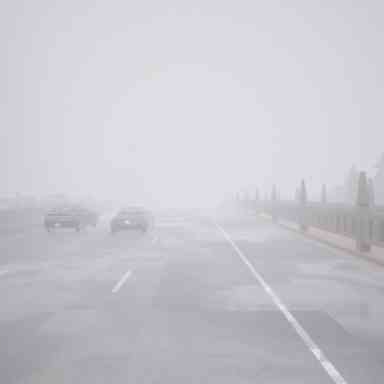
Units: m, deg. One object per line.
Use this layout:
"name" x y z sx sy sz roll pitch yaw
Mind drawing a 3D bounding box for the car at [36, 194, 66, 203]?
"car" -17.557 1.230 43.097 2.150 2.045 5.566 0 -1 0

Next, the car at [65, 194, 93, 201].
"car" -14.059 1.350 42.689 2.097 1.767 4.553 0 -1 0

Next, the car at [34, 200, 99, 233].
"car" -6.894 1.476 19.465 2.128 1.511 4.902 0 0 0

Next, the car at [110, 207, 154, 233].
"car" -3.394 1.548 19.431 1.994 1.385 4.181 0 0 0

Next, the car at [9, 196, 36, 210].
"car" -21.061 1.340 41.947 2.097 1.767 4.553 0 -1 0
